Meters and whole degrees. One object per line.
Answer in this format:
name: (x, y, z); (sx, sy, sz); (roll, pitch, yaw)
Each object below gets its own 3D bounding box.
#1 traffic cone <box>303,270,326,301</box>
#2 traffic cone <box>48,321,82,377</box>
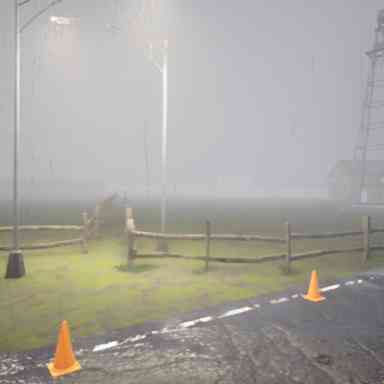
traffic cone: (2.599, 1.957, 7.059); (0.340, 0.580, 0.340); (0, 0, -33)
traffic cone: (-1.620, 1.940, 4.231); (0.340, 0.580, 0.340); (0, 0, -35)
